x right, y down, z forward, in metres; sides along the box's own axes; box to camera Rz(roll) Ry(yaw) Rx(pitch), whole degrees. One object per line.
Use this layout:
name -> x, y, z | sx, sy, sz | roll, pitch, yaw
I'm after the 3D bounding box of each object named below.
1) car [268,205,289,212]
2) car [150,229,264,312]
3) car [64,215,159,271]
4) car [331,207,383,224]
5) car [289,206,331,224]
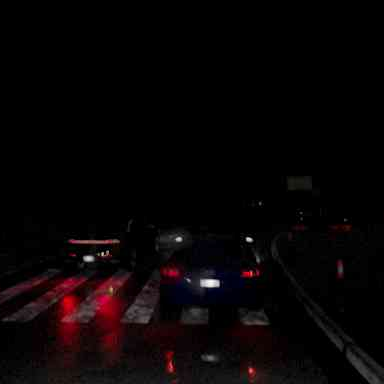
car -> 19.070, 3.753, 73.267 | 4.553, 1.767, 2.097 | -4, -6, 41
car -> 0.502, 1.561, 7.813 | 1.994, 1.385, 4.181 | 0, 0, 5
car -> -2.379, 1.522, 11.025 | 2.128, 1.511, 4.902 | -1, 0, 7
car -> 13.892, 1.835, 26.781 | 4.718, 1.301, 1.895 | -1, -4, -25
car -> 11.368, 1.975, 29.058 | 4.902, 1.511, 2.128 | -1, -4, -26
